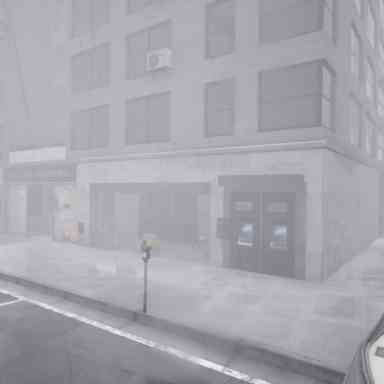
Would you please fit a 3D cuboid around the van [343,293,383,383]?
[{"bbox_3d":[2.603,1.342,1.086,3.998,1.788,1.690,0,1,36],"label":"van"}]
